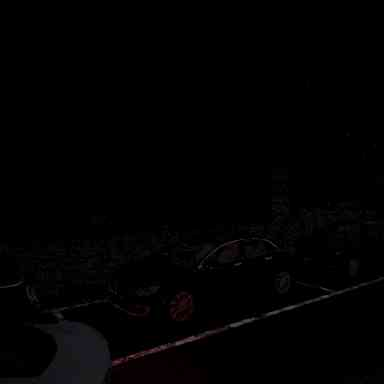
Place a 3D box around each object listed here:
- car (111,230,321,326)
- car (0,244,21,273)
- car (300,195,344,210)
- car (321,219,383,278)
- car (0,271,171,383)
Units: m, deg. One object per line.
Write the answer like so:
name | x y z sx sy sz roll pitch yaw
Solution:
car | 0.447 1.551 6.970 4.403 1.369 2.008 0 0 -36
car | -3.995 1.440 3.800 4.097 1.590 1.967 0 0 -36
car | 13.917 1.100 35.994 2.128 1.511 4.902 0 1 -36
car | 4.889 1.545 10.139 4.507 1.381 1.887 0 0 -36
car | -2.580 1.526 1.538 4.674 1.442 1.812 0 0 -35
